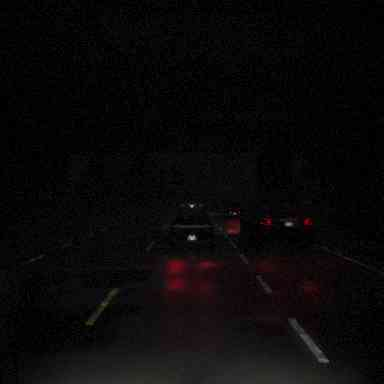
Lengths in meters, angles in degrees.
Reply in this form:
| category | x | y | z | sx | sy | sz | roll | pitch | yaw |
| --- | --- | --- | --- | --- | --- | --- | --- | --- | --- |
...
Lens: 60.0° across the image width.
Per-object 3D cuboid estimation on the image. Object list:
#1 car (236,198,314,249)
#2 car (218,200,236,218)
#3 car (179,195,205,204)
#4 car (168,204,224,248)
| category | x | y | z | sx | sy | sz | roll | pitch | yaw |
| --- | --- | --- | --- | --- | --- | --- | --- | --- | --- |
| car | 3.500 | 1.255 | 14.680 | 2.150 | 2.045 | 5.566 | 0 | 0 | 0 |
| car | 3.500 | 1.514 | 29.650 | 1.837 | 1.490 | 4.892 | 0 | 0 | 0 |
| car | 0.000 | 1.255 | 29.680 | 2.150 | 2.045 | 5.566 | 0 | 0 | 0 |
| car | 0.000 | 1.492 | 14.650 | 2.128 | 1.511 | 4.902 | 0 | 0 | 0 |
